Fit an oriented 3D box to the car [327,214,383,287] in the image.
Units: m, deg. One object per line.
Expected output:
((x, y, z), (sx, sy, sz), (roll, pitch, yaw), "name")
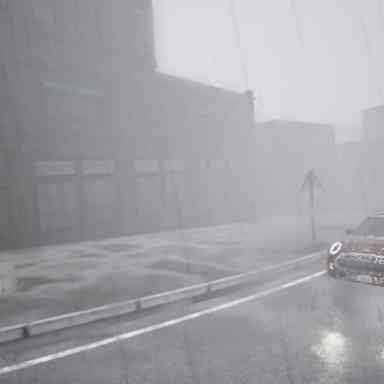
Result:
((5.581, 1.419, 9.278), (4.553, 1.767, 2.097), (0, -1, -44), "car")
